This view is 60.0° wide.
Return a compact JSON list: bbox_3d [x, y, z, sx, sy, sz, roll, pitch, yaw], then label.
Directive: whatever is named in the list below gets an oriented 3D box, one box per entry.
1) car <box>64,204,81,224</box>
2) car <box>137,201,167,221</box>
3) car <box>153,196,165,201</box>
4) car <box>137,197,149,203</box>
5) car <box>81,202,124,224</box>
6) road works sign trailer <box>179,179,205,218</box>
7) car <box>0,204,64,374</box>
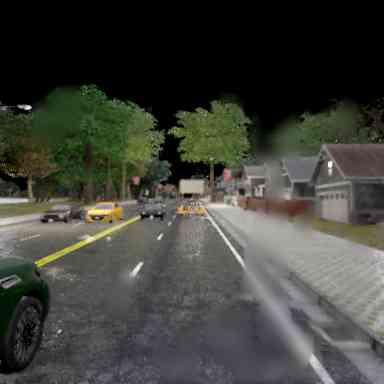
[{"bbox_3d":[-9.848,1.611,25.855,2.033,1.411,5.357,0,0,0],"label":"car"},{"bbox_3d":[-3.148,1.668,28.225,1.895,1.301,4.718,0,0,0],"label":"car"},{"bbox_3d":[-6.506,1.608,66.283,1.837,1.490,4.892,0,0,0],"label":"car"},{"bbox_3d":[-9.753,1.651,66.284,2.033,1.411,5.357,0,0,0],"label":"car"},{"bbox_3d":[-6.596,1.541,25.624,1.882,1.535,5.008,0,0,0],"label":"car"},{"bbox_3d":[-0.003,0.535,31.603,2.380,3.560,2.880,0,0,1],"label":"road works sign trailer"},{"bbox_3d":[-3.149,1.230,2.499,2.150,2.045,5.566,0,0,0],"label":"car"}]
